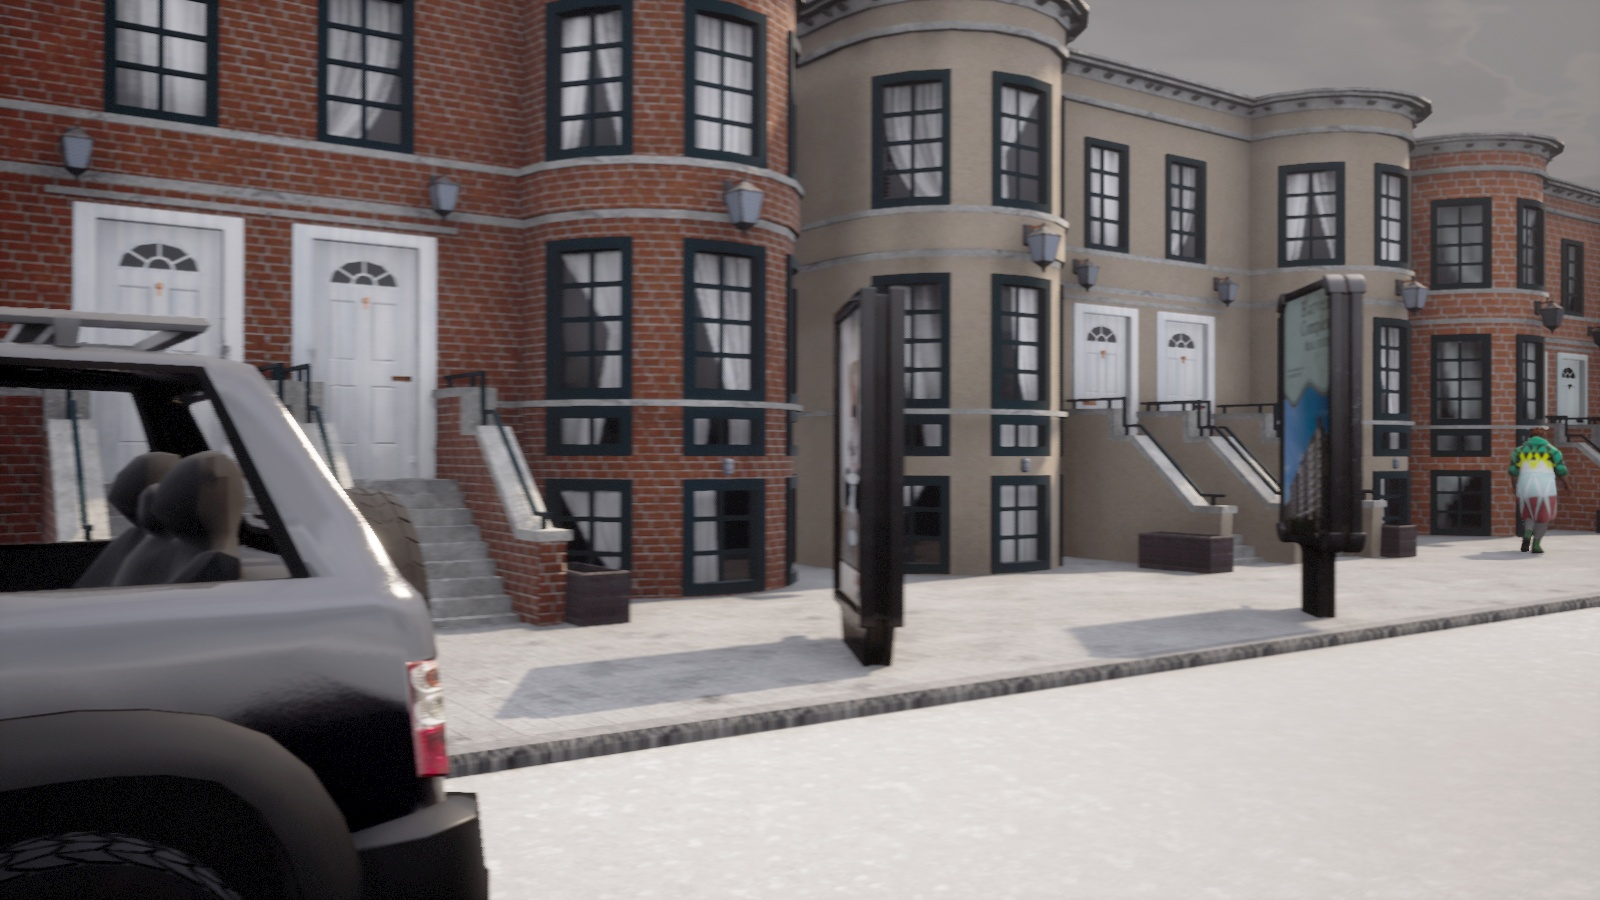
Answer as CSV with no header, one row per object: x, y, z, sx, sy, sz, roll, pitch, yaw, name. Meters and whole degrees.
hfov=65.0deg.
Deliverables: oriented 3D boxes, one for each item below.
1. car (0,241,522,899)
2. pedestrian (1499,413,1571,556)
-3.034,0.573,2.158,4.605,1.855,1.932,0,0,-35,car
10.346,0.476,17.663,0.873,1.952,0.659,0,0,-44,pedestrian
